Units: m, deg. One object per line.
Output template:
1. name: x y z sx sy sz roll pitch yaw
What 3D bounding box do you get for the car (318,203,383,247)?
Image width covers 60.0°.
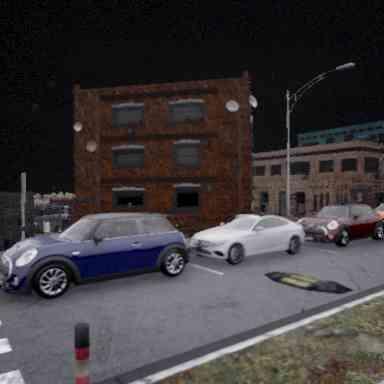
1. car: 6.723 1.336 15.113 4.553 1.767 2.185 0 0 -36

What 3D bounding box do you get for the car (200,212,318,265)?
1. car: 2.114 1.510 11.801 4.674 1.452 2.002 0 0 -36

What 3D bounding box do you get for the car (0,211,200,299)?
1. car: -2.348 1.353 8.595 4.553 1.767 2.185 0 0 -36
